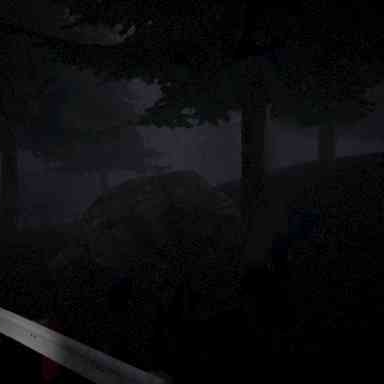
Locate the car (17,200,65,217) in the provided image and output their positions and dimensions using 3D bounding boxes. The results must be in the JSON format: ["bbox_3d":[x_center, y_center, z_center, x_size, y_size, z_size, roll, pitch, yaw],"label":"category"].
[{"bbox_3d":[-13.130,1.489,27.927,1.837,1.490,4.892,0,0,36],"label":"car"}]
